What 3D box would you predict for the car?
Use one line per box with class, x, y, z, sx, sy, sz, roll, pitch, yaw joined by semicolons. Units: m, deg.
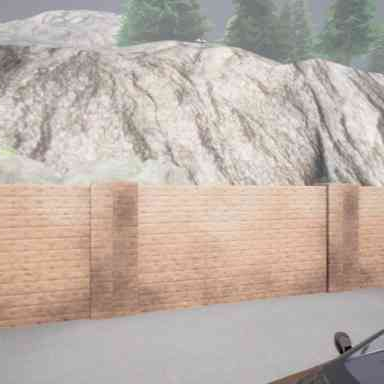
car;2.148;1.492;1.920;4.902;1.511;2.128;0;0;-18
